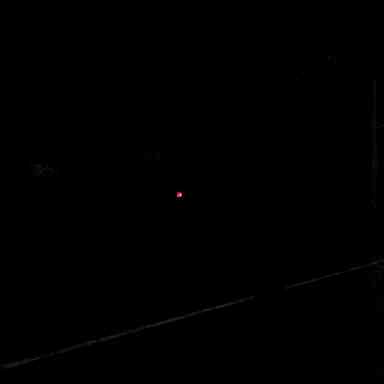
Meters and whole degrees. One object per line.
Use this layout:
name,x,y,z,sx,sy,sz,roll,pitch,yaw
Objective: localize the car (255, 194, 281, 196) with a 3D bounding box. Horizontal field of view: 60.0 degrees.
car,7.367,1.203,27.976,2.150,2.045,5.566,0,0,-38
